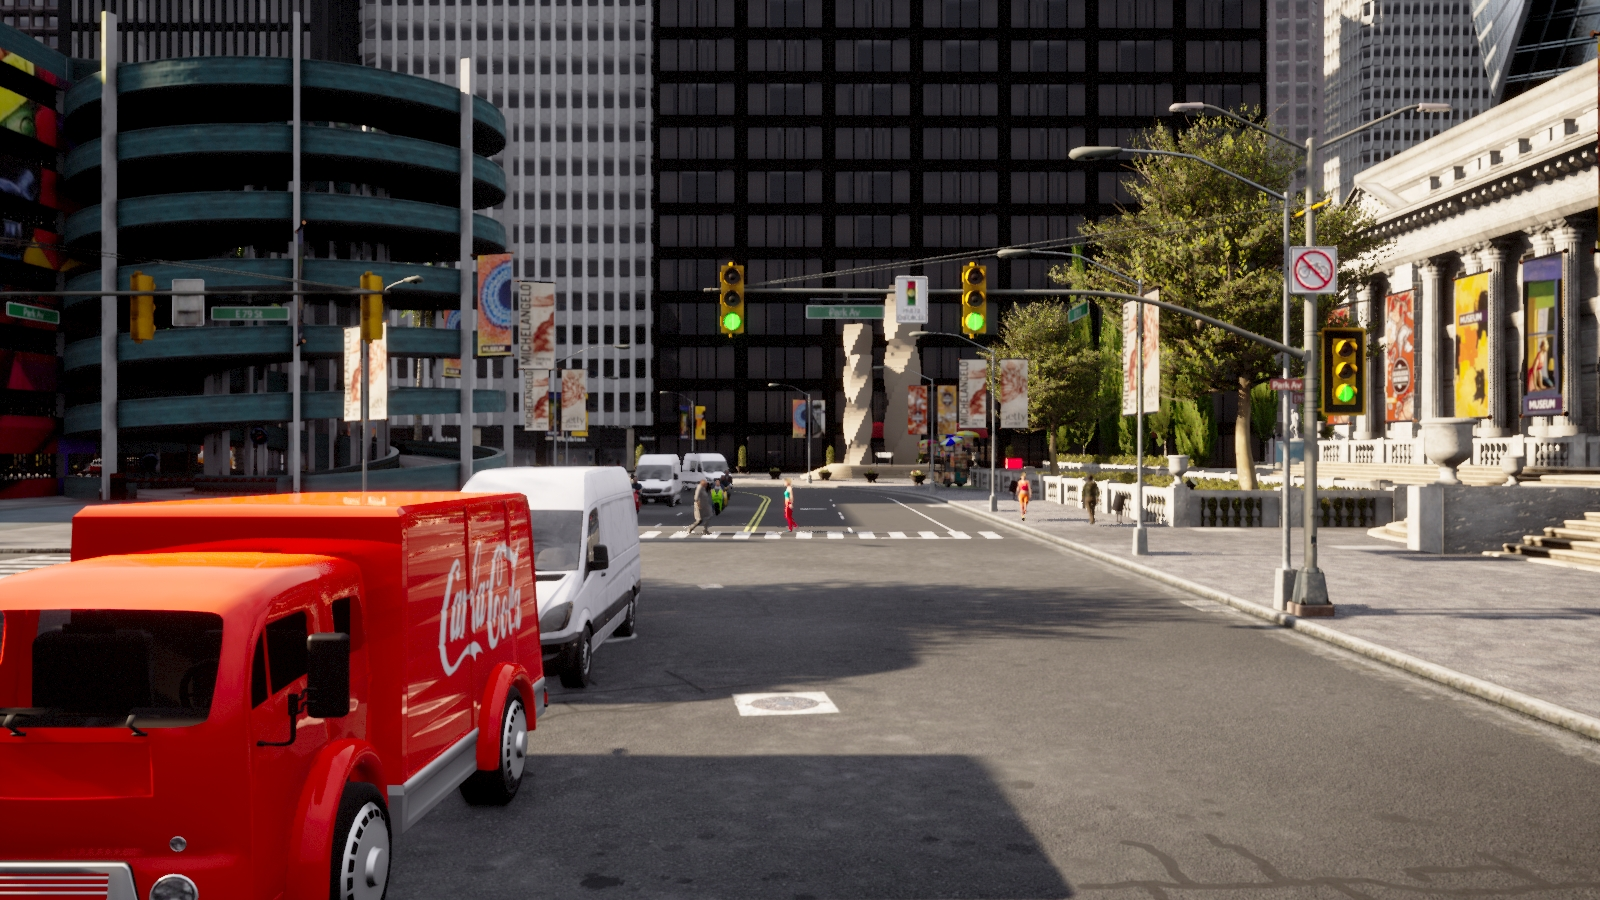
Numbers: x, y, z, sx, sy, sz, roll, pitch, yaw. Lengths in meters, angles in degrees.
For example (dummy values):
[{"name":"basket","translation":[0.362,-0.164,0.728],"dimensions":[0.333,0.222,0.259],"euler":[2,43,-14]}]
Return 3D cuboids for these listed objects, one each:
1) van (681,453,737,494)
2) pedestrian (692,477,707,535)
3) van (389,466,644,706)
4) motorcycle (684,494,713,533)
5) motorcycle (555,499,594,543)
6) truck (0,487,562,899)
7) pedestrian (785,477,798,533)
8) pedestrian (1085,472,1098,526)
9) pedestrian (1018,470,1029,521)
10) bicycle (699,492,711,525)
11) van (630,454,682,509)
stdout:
[{"name":"van","translation":[-6.051,1.508,75.046],"dimensions":[1.988,2.561,5.915],"euler":[0,0,-21]},{"name":"pedestrian","translation":[-3.299,1.835,37.463],"dimensions":[0.375,1.860,0.375],"euler":[0,0,18]},{"name":"van","translation":[-3.510,1.529,15.489],"dimensions":[1.988,2.561,5.915],"euler":[0,0,0]},{"name":"motorcycle","translation":[-3.469,2.168,39.313],"dimensions":[0.856,1.236,1.805],"euler":[0,0,-1]},{"name":"motorcycle","translation":[-6.928,2.170,35.240],"dimensions":[0.856,1.236,1.805],"euler":[0,0,0]},{"name":"truck","translation":[-3.498,1.567,7.868],"dimensions":[2.627,2.467,5.204],"euler":[0,0,0]},{"name":"pedestrian","translation":[-0.274,1.835,38.069],"dimensions":[0.375,1.860,0.375],"euler":[0,0,-9]},{"name":"pedestrian","translation":[10.075,1.682,39.497],"dimensions":[0.375,1.860,0.375],"euler":[0,0,7]},{"name":"pedestrian","translation":[8.250,1.680,42.133],"dimensions":[0.375,1.860,0.375],"euler":[0,0,13]},{"name":"bicycle","translation":[-3.555,2.195,42.953],"dimensions":[0.329,1.171,1.835],"euler":[0,0,-1]},{"name":"van","translation":[-7.095,1.514,56.867],"dimensions":[1.988,2.561,5.915],"euler":[0,0,-1]}]
